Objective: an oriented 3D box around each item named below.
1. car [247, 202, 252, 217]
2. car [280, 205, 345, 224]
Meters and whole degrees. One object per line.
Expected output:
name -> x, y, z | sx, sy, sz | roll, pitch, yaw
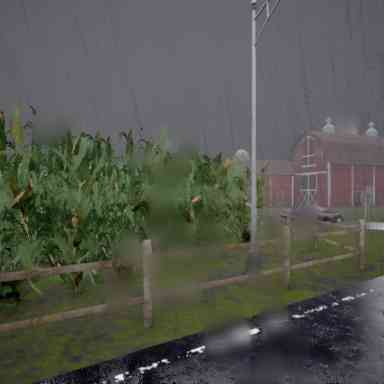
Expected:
car -> 4.779, 1.640, 36.532 | 2.150, 2.045, 5.566 | 1, -1, -27
car -> 9.778, 1.794, 27.507 | 2.033, 1.411, 5.357 | 1, -1, -31
